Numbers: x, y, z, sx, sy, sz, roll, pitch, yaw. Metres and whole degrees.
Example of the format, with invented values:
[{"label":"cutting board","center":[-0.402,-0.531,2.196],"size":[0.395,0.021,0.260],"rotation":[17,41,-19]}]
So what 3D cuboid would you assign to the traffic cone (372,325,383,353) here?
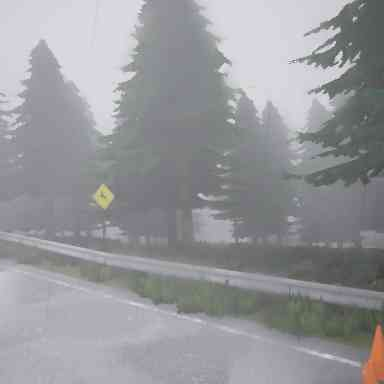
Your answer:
[{"label":"traffic cone","center":[2.322,1.956,4.124],"size":[0.340,0.580,0.340],"rotation":[0,0,34]}]

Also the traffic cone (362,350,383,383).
[{"label":"traffic cone","center":[1.775,1.956,3.290],"size":[0.340,0.580,0.340],"rotation":[0,0,34]}]
